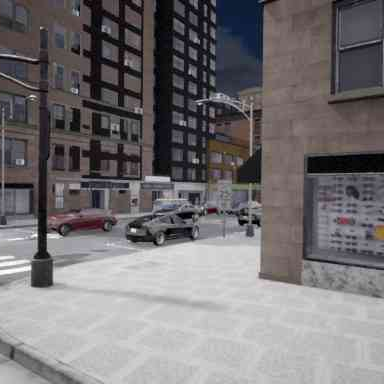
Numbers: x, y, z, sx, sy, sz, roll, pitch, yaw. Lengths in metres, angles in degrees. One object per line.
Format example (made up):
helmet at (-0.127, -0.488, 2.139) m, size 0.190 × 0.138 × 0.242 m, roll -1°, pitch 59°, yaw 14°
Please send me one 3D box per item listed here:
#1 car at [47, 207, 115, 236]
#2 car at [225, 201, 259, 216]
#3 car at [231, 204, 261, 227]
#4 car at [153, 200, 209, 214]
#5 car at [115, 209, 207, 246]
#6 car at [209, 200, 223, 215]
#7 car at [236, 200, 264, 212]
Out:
car at (-6.521, 1.634, 19.493) m, size 1.812 × 1.442 × 4.674 m, roll 1°, pitch 0°, yaw 37°
car at (5.034, 1.813, 35.555) m, size 2.033 × 1.411 × 5.357 m, roll 1°, pitch 0°, yaw 36°
car at (5.040, 1.850, 25.381) m, size 1.947 × 1.339 × 4.313 m, roll 0°, pitch 0°, yaw 36°
car at (-1.061, 1.673, 27.089) m, size 2.128 × 1.511 × 4.902 m, roll 1°, pitch 0°, yaw 35°
car at (-1.378, 1.764, 16.456) m, size 1.947 × 1.339 × 4.313 m, roll 0°, pitch 0°, yaw 36°
car at (1.329, 1.645, 34.821) m, size 1.967 × 1.590 × 4.097 m, roll 0°, pitch 0°, yaw 36°
car at (7.646, 1.823, 43.608) m, size 1.752 × 1.417 × 4.829 m, roll 0°, pitch 0°, yaw 36°
